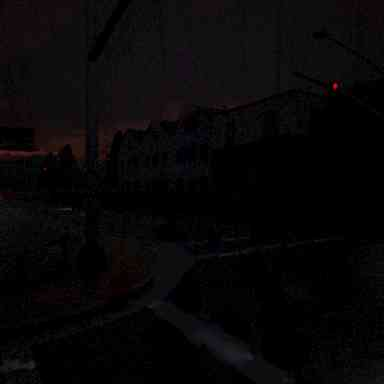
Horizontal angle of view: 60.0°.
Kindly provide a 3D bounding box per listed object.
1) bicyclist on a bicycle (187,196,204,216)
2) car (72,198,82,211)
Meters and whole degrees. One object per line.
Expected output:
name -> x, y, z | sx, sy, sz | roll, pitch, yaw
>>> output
bicyclist on a bicycle -> 0.303, 1.128, 26.920 | 1.656, 1.620, 0.582 | -1, 0, -35
car -> -12.713, 1.425, 39.156 | 1.812, 1.442, 4.674 | 0, 0, -35
